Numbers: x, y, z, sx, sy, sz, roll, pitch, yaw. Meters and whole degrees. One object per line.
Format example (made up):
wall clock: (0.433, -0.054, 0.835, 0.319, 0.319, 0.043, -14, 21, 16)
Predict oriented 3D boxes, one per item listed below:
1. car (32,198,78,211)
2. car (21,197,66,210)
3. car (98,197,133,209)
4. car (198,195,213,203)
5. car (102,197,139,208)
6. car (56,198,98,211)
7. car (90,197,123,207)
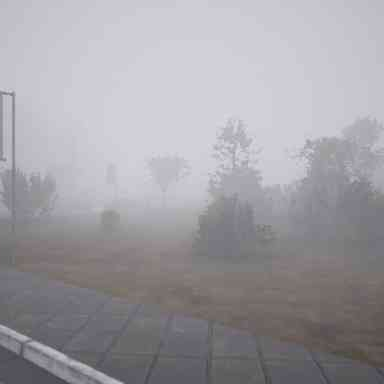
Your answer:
car: (-17.019, 1.494, 41.509, 2.128, 1.511, 4.902, 0, 0, 39)
car: (-19.551, 1.494, 43.947, 2.128, 1.511, 4.902, 0, 0, 39)
car: (-8.574, 1.505, 40.520, 1.812, 1.442, 4.674, 0, 0, 39)
car: (2.857, 1.182, 60.873, 1.812, 1.442, 4.674, 0, 1, 35)
car: (-10.558, 1.481, 49.530, 2.033, 1.411, 5.357, 0, 1, 39)
car: (-13.718, 1.564, 39.709, 1.994, 1.385, 4.181, 0, 0, 39)
car: (-13.226, 1.534, 51.796, 1.895, 1.301, 4.718, 0, 1, 39)
